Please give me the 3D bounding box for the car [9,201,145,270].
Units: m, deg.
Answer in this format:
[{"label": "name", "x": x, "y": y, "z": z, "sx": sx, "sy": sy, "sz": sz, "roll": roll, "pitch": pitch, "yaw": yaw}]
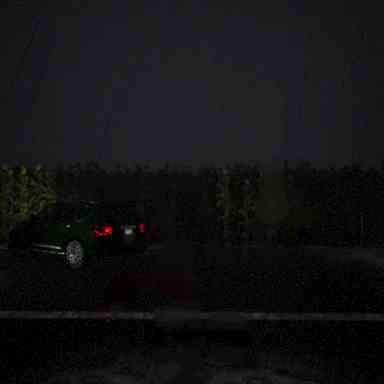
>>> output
[{"label": "car", "x": -4.148, "y": 1.338, "z": 11.750, "sx": 5.566, "sy": 2.045, "sz": 2.150, "roll": -1, "pitch": -2, "yaw": 35}]
